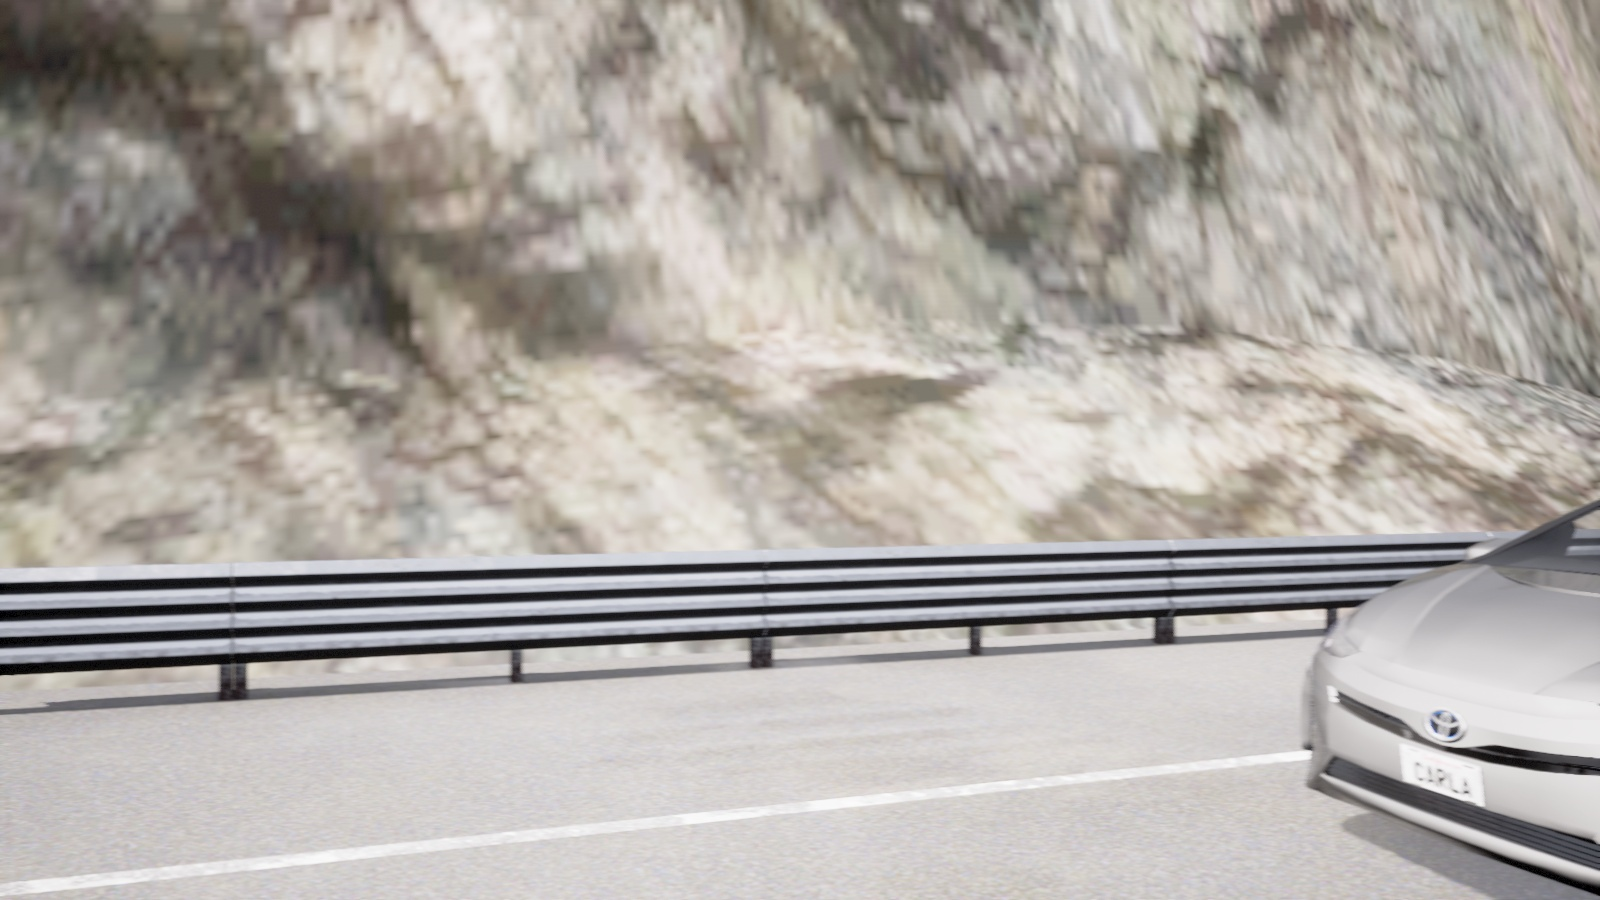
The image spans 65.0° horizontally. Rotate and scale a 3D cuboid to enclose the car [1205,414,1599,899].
[{"bbox_3d":[4.056,0.623,4.776,4.514,1.525,2.007,-1,1,-21],"label":"car"}]
